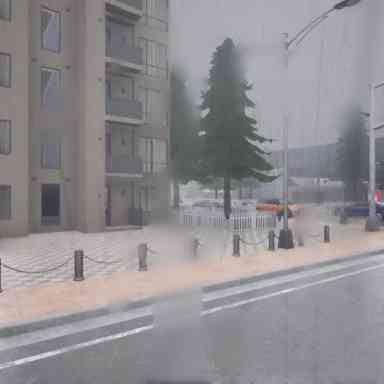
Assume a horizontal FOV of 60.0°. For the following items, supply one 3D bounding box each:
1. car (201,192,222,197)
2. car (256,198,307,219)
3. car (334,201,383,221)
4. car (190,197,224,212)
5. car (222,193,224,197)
[{"bbox_3d":[5.363,1.112,92.687,1.932,1.855,4.605,0,0,-37],"label":"car"},{"bbox_3d":[7.878,1.367,29.619,2.097,1.767,4.553,0,0,-37],"label":"car"},{"bbox_3d":[14.245,1.493,27.387,1.882,1.535,5.008,0,0,-38],"label":"car"},{"bbox_3d":[1.830,1.579,37.605,1.994,1.385,4.181,0,0,-37],"label":"car"},{"bbox_3d":[7.449,1.092,94.752,1.905,1.878,3.866,0,0,-37],"label":"car"}]
